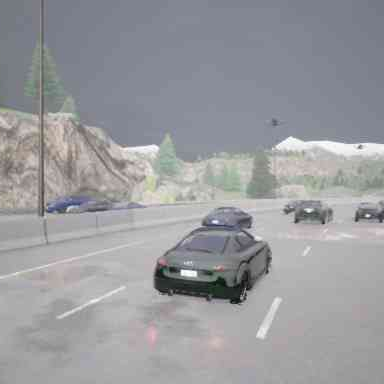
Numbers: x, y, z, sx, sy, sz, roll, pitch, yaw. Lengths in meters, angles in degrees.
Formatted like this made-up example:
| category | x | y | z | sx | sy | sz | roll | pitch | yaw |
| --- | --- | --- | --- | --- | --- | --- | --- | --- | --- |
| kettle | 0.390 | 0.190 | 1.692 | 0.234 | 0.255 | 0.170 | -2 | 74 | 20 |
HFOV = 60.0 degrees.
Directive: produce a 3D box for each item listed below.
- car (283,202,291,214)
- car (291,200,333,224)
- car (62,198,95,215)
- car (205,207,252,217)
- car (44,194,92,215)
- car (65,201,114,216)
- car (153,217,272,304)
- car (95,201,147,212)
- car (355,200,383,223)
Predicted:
| category | x | y | z | sx | sy | sz | roll | pitch | yaw |
| --- | --- | --- | --- | --- | --- | --- | --- | --- | --- |
| car | 11.161 | 1.575 | 34.573 | 2.033 | 1.411 | 5.357 | 0 | 0 | 35 |
| car | 9.268 | 1.371 | 25.084 | 2.097 | 1.767 | 4.553 | 0 | 0 | 31 |
| car | -8.662 | 1.543 | 29.387 | 1.837 | 1.490 | 4.892 | 0 | 0 | 29 |
| car | 2.192 | 1.583 | 19.618 | 1.994 | 1.385 | 4.181 | 0 | 0 | 27 |
| car | -13.116 | 1.270 | 35.766 | 2.150 | 2.045 | 5.566 | 0 | 0 | 31 |
| car | -10.263 | 1.645 | 33.718 | 1.895 | 1.301 | 4.718 | 0 | 0 | 30 |
| car | 0.728 | 1.572 | 8.383 | 1.994 | 1.385 | 4.181 | 0 | 0 | 23 |
| car | -5.532 | 1.559 | 27.823 | 1.812 | 1.442 | 4.674 | 0 | 0 | 29 |
| car | 13.894 | 1.543 | 25.929 | 1.812 | 1.442 | 4.674 | 0 | 0 | 32 |
